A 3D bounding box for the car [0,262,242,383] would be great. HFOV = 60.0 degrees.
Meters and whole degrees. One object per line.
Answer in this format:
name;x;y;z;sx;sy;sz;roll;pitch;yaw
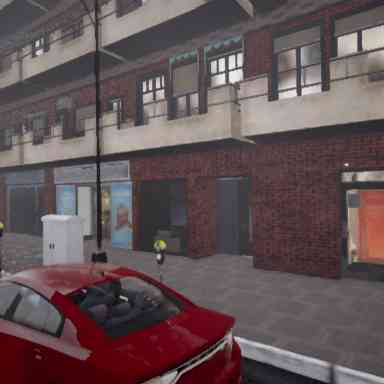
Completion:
car;-1.608;1.543;4.039;4.507;1.381;1.887;0;-1;36
